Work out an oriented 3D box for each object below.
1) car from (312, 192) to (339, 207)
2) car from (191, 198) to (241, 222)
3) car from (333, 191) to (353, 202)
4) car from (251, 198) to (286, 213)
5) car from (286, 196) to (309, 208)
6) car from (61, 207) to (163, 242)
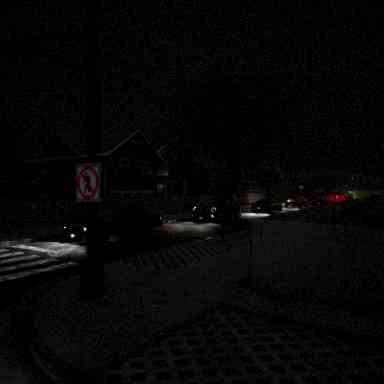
[{"bbox_3d":[16.083,1.145,40.519,1.882,1.535,5.008,0,1,35],"label":"car"},{"bbox_3d":[1.857,1.187,24.671,2.097,1.767,4.553,0,1,34],"label":"car"},{"bbox_3d":[21.934,0.802,48.679,2.150,2.045,5.566,0,1,38],"label":"car"},{"bbox_3d":[7.395,1.319,32.869,1.994,1.385,4.181,0,1,35],"label":"car"},{"bbox_3d":[13.022,1.197,41.117,1.812,1.442,4.674,0,1,34],"label":"car"},{"bbox_3d":[-3.654,1.460,16.469,2.033,1.411,5.357,0,1,34],"label":"car"}]
